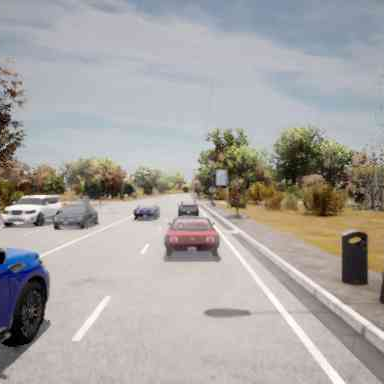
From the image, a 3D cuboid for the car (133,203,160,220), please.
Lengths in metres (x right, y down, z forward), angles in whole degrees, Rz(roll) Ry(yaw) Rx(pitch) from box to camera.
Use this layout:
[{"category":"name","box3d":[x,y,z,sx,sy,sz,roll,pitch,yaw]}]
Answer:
[{"category":"car","box3d":[-3.792,1.625,28.805,1.895,1.301,4.718,0,0,-1]}]

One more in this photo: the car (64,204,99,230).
[{"category":"car","box3d":[-7.352,1.546,21.566,1.812,1.442,4.674,0,0,-1]}]

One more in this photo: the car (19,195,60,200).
[{"category":"car","box3d":[-10.883,1.245,23.220,2.150,2.045,5.566,0,0,-1]}]

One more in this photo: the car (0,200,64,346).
[{"category":"car","box3d":[-3.439,1.228,3.217,2.150,2.045,5.566,0,0,0]}]

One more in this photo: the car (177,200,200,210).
[{"category":"car","box3d":[-0.322,1.515,30.398,2.128,1.511,4.902,0,0,-1]}]

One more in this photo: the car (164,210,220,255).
[{"category":"car","box3d":[-0.023,1.611,13.259,1.895,1.301,4.718,0,0,-1]}]
